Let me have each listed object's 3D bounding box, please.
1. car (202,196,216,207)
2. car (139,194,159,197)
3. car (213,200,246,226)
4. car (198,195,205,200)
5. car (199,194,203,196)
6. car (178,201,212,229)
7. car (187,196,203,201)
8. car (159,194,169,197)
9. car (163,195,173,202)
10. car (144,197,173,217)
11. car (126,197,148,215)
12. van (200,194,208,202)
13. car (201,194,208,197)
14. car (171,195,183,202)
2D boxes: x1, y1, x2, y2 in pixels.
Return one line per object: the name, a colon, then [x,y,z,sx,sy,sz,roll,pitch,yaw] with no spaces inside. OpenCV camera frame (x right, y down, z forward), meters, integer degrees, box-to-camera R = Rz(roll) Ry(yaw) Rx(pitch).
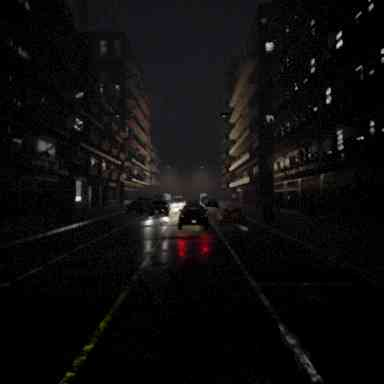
car: [2.703,1.562,46.000,1.947,1.339,4.313,1,0,0]
car: [-5.672,1.311,40.256,2.192,1.841,5.009,1,0,0]
car: [2.704,1.522,23.431,1.752,1.417,4.829,1,0,0]
car: [2.702,1.588,91.477,1.802,1.307,4.206,1,0,0]
car: [2.705,1.438,63.054,1.967,1.590,4.097,1,0,0]
car: [0.099,1.522,21.499,1.812,1.442,4.674,0,0,0]
car: [0.099,1.597,44.552,1.895,1.301,4.718,0,0,0]
car: [-5.672,1.313,57.309,2.192,1.841,5.009,1,0,0]
car: [-5.667,1.553,80.048,2.008,1.369,4.403,1,0,0]
car: [-3.097,1.501,31.546,1.837,1.490,4.892,0,0,0]
car: [-5.677,1.562,34.571,1.947,1.339,4.313,1,0,0]
van: [2.707,1.342,74.424,1.690,1.788,3.998,1,0,0]
car: [2.704,1.522,51.855,1.752,1.417,4.829,1,0,0]
car: [-3.001,1.488,71.886,1.895,1.301,4.718,0,0,0]
